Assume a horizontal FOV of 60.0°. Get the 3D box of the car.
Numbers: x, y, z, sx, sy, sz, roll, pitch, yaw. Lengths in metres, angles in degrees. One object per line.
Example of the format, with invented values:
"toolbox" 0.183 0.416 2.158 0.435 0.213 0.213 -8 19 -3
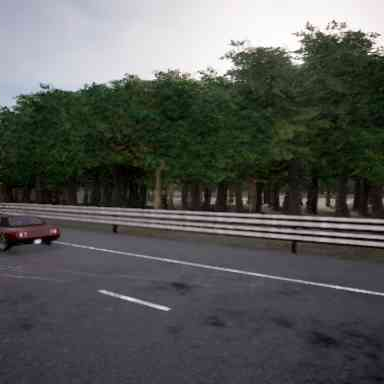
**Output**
"car" -7.705 1.617 14.190 4.718 1.301 1.895 0 0 38
